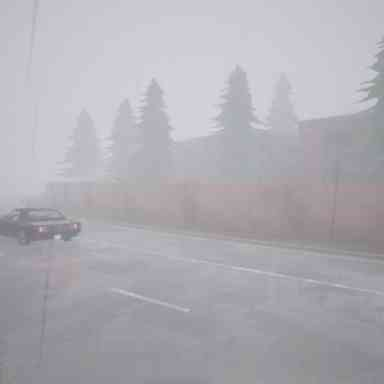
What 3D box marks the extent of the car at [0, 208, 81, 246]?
[{"bbox_3d":[-6.598,1.303,13.641,4.718,1.301,1.895,2,1,41],"label":"car"}]
